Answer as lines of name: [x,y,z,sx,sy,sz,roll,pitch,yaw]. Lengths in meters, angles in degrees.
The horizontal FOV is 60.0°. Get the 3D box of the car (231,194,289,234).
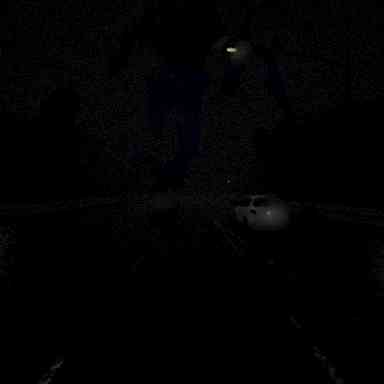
car: [3.834,1.205,19.312,2.150,2.045,5.566,0,0,-3]
